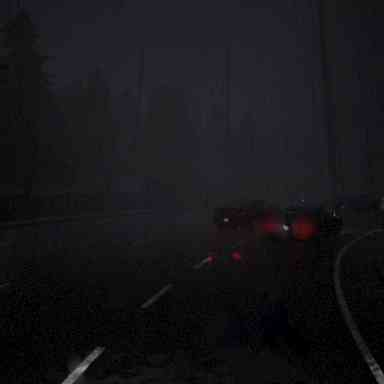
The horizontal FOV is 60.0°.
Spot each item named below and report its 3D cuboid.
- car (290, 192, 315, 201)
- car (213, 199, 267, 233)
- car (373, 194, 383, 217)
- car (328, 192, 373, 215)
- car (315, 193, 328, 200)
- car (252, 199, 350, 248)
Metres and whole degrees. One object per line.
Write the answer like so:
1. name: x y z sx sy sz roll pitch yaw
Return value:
1. car: 12.059 0.750 34.474 4.674 1.442 1.812 -1 2 -38
2. car: 2.997 1.087 16.792 1.882 1.535 5.008 1 1 37
3. car: 15.291 0.714 23.432 5.566 2.045 2.150 -1 2 -39
4. car: 13.068 0.900 26.095 5.008 1.535 1.882 -1 2 -40
5. car: 14.270 0.776 31.760 5.008 1.535 1.882 -1 2 -38
6. car: 4.612 1.242 13.388 2.033 1.411 5.357 1 2 35
